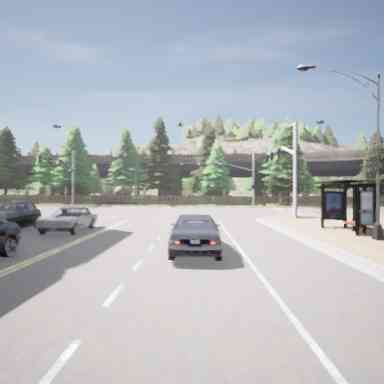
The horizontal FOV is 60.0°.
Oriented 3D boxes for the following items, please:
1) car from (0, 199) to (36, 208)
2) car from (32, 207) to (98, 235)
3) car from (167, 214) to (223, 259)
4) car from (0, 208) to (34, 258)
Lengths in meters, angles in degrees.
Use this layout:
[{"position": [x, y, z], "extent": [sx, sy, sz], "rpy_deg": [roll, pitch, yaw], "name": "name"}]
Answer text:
[{"position": [-10.318, 1.285, 18.674], "extent": [2.097, 1.767, 4.553], "rpy_deg": [0, 0, 1], "name": "car"}, {"position": [-6.820, 1.550, 18.585], "extent": [1.895, 1.301, 4.718], "rpy_deg": [0, 0, 1], "name": "car"}, {"position": [0.117, 1.536, 12.432], "extent": [2.033, 1.411, 5.357], "rpy_deg": [0, 0, 1], "name": "car"}, {"position": [-6.999, 1.449, 9.814], "extent": [2.128, 1.511, 4.902], "rpy_deg": [0, 0, 1], "name": "car"}]
